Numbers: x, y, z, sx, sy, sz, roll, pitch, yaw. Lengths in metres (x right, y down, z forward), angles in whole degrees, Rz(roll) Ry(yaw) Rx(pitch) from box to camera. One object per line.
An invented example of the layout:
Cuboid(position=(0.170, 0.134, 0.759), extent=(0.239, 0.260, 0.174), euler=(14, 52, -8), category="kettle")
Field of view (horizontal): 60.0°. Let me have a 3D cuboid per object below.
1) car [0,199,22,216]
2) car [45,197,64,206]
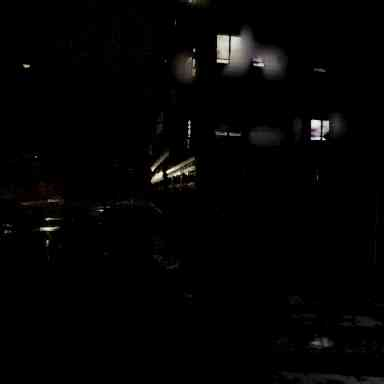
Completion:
Cuboid(position=(-17.900, 1.441, 32.123), extent=(1.812, 1.442, 4.674), euler=(1, 0, -10), category="car")
Cuboid(position=(-20.848, 1.452, 50.842), extent=(1.812, 1.442, 4.674), euler=(1, 0, -9), category="car")
